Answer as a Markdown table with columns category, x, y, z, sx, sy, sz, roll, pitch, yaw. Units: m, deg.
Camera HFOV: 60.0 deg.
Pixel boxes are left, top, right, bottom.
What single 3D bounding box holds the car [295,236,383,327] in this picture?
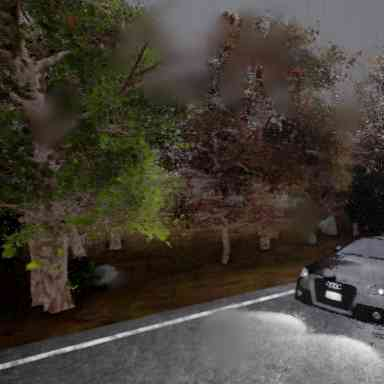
| category | x | y | z | sx | sy | sz | roll | pitch | yaw |
| --- | --- | --- | --- | --- | --- | --- | --- | --- | --- |
| car | 4.060 | 1.638 | 6.870 | 4.181 | 1.385 | 1.994 | 1 | -1 | -35 |
